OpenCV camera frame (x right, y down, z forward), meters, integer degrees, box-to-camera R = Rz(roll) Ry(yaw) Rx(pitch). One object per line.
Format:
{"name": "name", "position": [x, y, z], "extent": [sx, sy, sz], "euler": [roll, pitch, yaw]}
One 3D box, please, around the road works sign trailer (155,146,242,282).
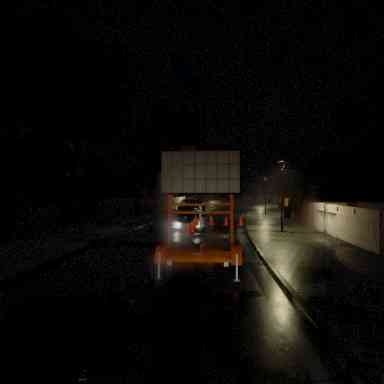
{"name": "road works sign trailer", "position": [0.264, 0.471, 9.864], "extent": [2.380, 3.560, 2.880], "euler": [0, 0, 5]}

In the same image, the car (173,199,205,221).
{"name": "car", "position": [-0.164, 1.395, 27.890], "extent": [2.097, 1.767, 4.553], "euler": [0, 0, 10]}
